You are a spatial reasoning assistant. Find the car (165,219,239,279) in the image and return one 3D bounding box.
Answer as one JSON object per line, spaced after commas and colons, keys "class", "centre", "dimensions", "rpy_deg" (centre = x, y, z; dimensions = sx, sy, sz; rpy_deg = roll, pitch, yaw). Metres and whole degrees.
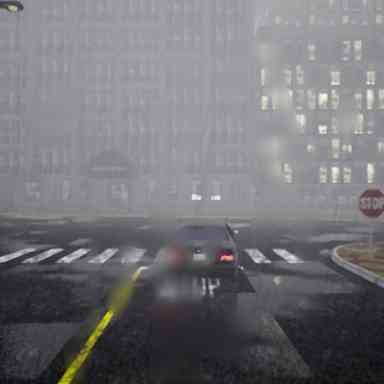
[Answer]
{"class": "car", "centre": [0.419, 1.528, 10.005], "dimensions": [2.033, 1.411, 5.357], "rpy_deg": [0, 0, 5]}
